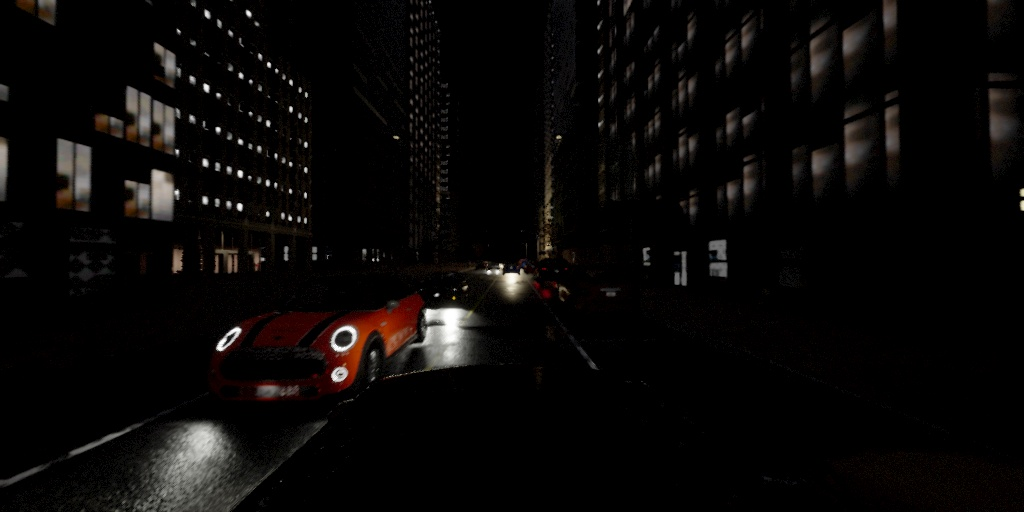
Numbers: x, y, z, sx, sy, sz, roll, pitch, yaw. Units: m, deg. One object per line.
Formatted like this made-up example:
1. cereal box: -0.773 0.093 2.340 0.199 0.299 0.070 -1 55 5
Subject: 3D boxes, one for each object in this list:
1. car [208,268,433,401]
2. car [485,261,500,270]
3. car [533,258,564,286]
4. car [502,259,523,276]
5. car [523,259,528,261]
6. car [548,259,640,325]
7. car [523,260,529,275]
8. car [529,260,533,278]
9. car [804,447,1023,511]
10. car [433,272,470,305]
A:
1. car: -3.104 1.151 6.807 2.097 1.767 4.553 0 0 0
2. car: -3.154 1.827 62.375 1.895 1.301 4.718 0 0 0
3. car: 3.058 1.172 27.471 2.150 2.045 5.566 0 0 0
4. car: -0.077 1.452 43.731 2.097 1.767 4.553 0 -1 0
5. car: 2.592 1.568 51.616 1.967 1.591 4.097 0 0 0
6. car: 2.678 1.140 12.127 2.192 1.841 5.009 0 0 0
7. car: 2.604 1.631 45.975 1.888 1.381 4.507 0 0 0
8. car: 3.049 1.350 34.410 2.097 1.767 4.553 0 0 0
9. car: 2.666 1.255 0.178 1.751 1.417 4.829 0 0 0
10. car: -3.113 1.441 16.811 1.994 1.385 4.181 0 0 0
